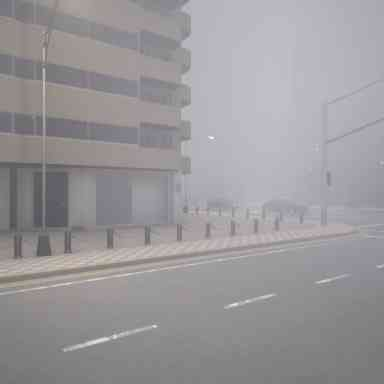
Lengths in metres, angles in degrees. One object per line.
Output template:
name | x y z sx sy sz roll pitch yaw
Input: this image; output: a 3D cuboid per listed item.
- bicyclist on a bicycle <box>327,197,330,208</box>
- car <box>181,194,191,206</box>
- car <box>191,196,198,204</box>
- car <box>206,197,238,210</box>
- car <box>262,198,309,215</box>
bicyclist on a bicycle | 17.322 1.245 43.050 1.656 1.620 0.582 0 0 -35
car | -2.763 1.435 50.934 2.128 1.511 4.902 0 0 -35
car | -0.785 1.449 60.575 1.837 1.490 4.892 0 0 -34
car | 3.710 1.436 41.619 2.128 1.511 4.902 0 0 -35
car | 9.370 1.422 33.598 1.882 1.535 5.008 0 0 -35
